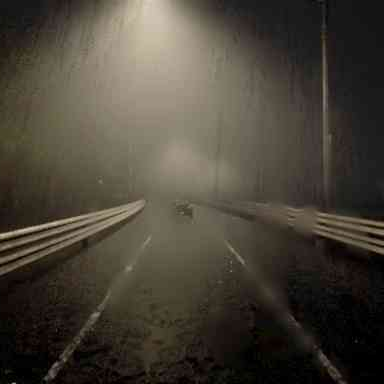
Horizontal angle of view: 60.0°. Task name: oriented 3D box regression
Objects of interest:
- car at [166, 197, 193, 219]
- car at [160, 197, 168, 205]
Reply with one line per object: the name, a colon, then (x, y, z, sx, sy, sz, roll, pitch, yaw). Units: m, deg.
car: (-1.007, 1.488, 29.374, 2.128, 1.511, 4.902, 0, 0, -5)
car: (-4.721, 1.523, 59.828, 1.994, 1.385, 4.181, 0, 0, -10)
